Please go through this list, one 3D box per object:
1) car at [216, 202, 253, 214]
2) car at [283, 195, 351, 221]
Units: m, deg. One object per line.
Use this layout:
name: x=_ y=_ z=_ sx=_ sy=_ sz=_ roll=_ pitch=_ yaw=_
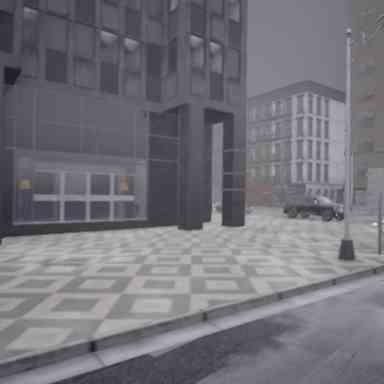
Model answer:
car: x=4.503 y=1.601 z=36.073 sx=1.812 sy=1.442 sz=4.674 roll=1 pitch=-1 yaw=-35
car: x=10.326 y=1.294 z=27.950 sx=2.150 sy=2.045 sz=5.566 roll=1 pitch=-1 yaw=-36
